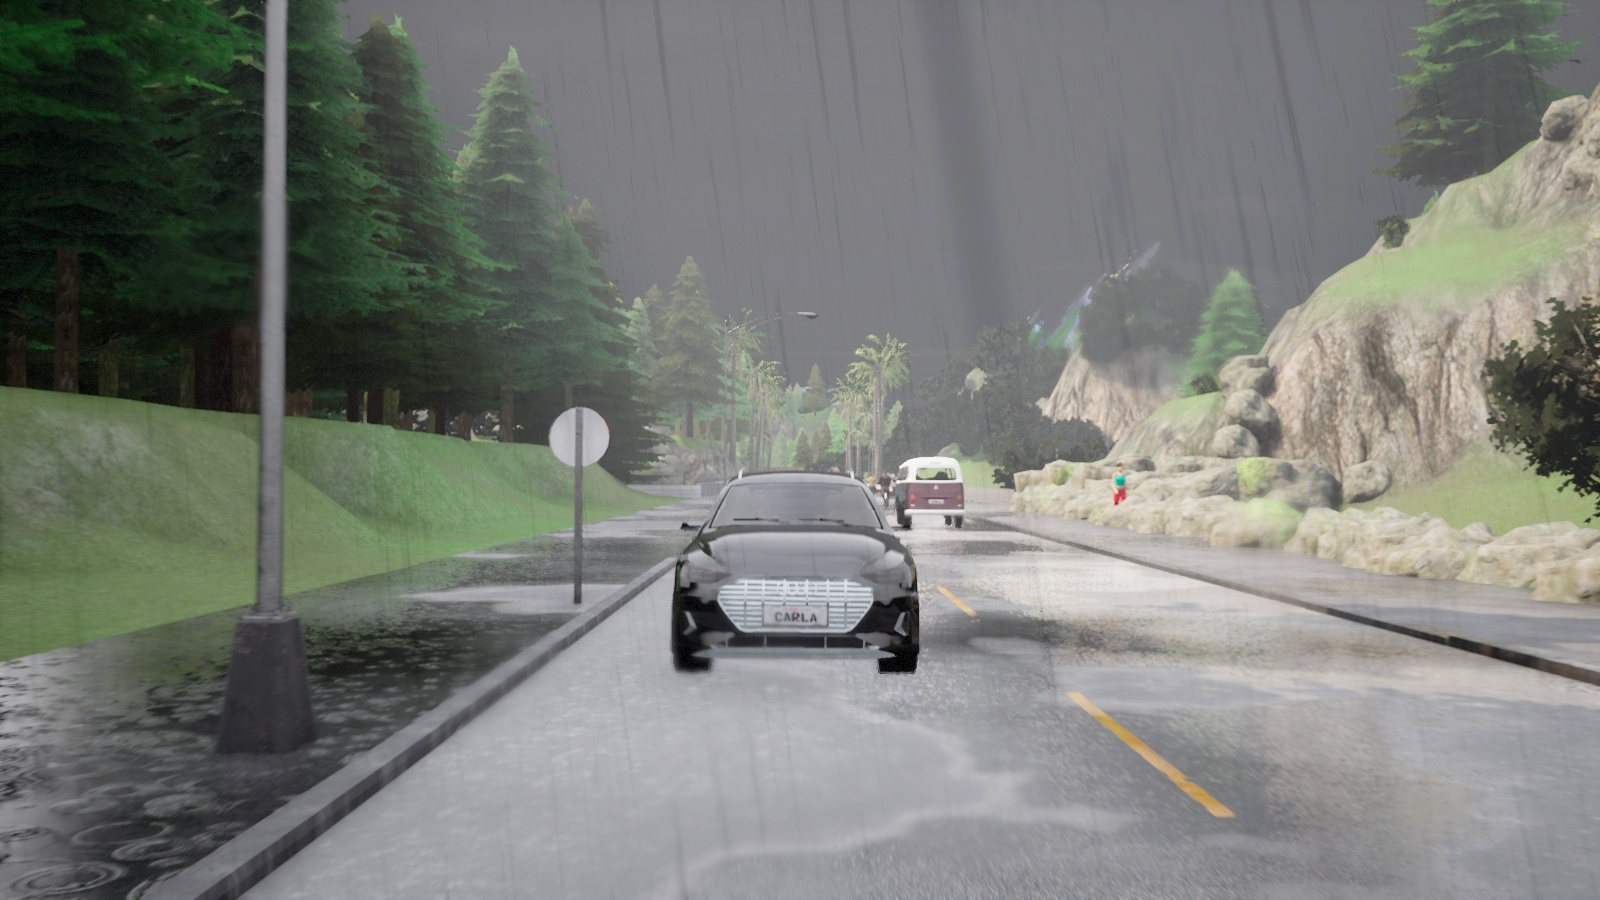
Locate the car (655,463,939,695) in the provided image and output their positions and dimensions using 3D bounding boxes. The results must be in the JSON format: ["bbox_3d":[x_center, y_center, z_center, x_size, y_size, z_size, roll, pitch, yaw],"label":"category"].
[{"bbox_3d":[-0.029,0.972,11.418,2.033,1.649,4.856,0,-1,0],"label":"car"}]

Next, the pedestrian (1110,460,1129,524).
[{"bbox_3d":[9.261,1.201,36.412,0.345,1.836,0.594,0,-1,-2],"label":"pedestrian"}]

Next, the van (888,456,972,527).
[{"bbox_3d":[3.904,1.269,38.359,2.069,2.038,4.480,0,-2,0],"label":"van"}]
